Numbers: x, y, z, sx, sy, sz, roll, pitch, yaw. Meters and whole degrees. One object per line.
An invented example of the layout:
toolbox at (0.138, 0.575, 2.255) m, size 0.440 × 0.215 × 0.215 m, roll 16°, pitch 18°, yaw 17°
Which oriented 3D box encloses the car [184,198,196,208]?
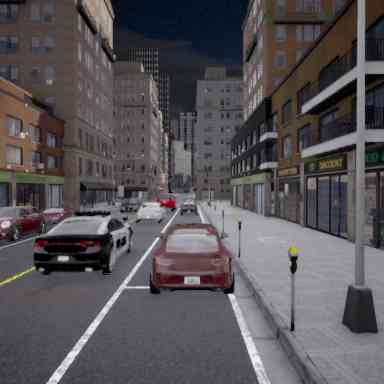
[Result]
car at (-0.276, 1.554, 49.696) m, size 1.802 × 1.307 × 4.206 m, roll -1°, pitch 0°, yaw 0°

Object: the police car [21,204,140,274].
police car at (-3.147, 1.422, 10.728) m, size 1.930 × 1.638 × 5.238 m, roll 0°, pitch 0°, yaw 0°

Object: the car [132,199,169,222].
car at (-3.061, 1.517, 25.362) m, size 1.812 × 1.442 × 4.674 m, roll 0°, pitch 0°, yaw 0°

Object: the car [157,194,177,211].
car at (-3.063, 1.203, 39.880) m, size 2.150 × 2.045 × 5.566 m, roll 0°, pitch 0°, yaw 0°

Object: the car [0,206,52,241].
car at (-8.823, 1.435, 16.181) m, size 1.967 × 1.590 × 4.097 m, roll -1°, pitch 0°, yaw 0°

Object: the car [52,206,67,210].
car at (-8.822, 1.575, 21.767) m, size 1.802 × 1.307 × 4.206 m, roll -1°, pitch 0°, yaw 0°

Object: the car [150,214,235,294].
car at (0.003, 1.523, 8.652) m, size 1.812 × 1.442 × 4.674 m, roll 0°, pitch 0°, yaw 0°

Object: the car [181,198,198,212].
car at (-0.279, 1.507, 38.694) m, size 1.752 × 1.417 × 4.829 m, roll -1°, pitch 0°, yaw 0°

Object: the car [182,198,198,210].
car at (-0.277, 1.543, 44.111) m, size 1.947 × 1.339 × 4.313 m, roll -1°, pitch 0°, yaw 0°

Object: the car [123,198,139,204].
car at (-6.231, 1.549, 34.779) m, size 1.994 × 1.385 × 4.181 m, roll 0°, pitch 0°, yaw 0°

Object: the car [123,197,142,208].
car at (-8.822, 1.516, 49.695) m, size 1.887 × 1.381 × 4.507 m, roll -1°, pitch 0°, yaw 0°

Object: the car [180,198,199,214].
car at (-0.280, 1.537, 32.939) m, size 2.008 × 1.369 × 4.403 m, roll -1°, pitch 0°, yaw 0°
